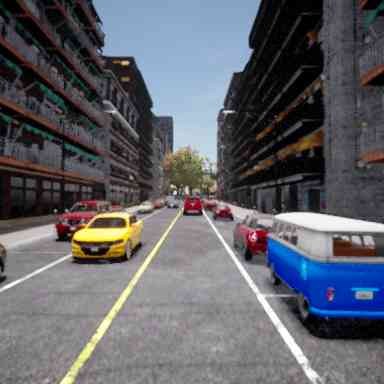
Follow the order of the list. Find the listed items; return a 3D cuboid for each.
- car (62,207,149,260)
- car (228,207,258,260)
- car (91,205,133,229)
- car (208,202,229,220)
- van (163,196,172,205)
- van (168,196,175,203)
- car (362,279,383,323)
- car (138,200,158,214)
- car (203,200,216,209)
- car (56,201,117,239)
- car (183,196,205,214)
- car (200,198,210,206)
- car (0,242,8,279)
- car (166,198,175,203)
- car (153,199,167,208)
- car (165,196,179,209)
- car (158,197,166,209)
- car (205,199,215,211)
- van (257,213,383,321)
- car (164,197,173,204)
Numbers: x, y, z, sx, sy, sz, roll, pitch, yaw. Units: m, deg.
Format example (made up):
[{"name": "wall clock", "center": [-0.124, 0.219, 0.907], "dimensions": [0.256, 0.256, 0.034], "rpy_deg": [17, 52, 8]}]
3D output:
[{"name": "car", "center": [-3.097, 1.580, 13.076], "dimensions": [1.882, 1.535, 5.008], "rpy_deg": [0, 0, 0]}, {"name": "car", "center": [2.707, 1.540, 12.766], "dimensions": [1.967, 1.590, 4.097], "rpy_deg": [1, 0, 0]}, {"name": "car", "center": [-5.673, 1.733, 24.098], "dimensions": [1.887, 1.381, 4.507], "rpy_deg": [1, 0, 0]}, {"name": "car", "center": [2.709, 1.815, 29.853], "dimensions": [1.802, 1.307, 4.206], "rpy_deg": [1, 0, 0]}, {"name": "van", "center": [-5.624, 1.931, 75.365], "dimensions": [1.690, 1.788, 3.998], "rpy_deg": [1, 0, 0]}, {"name": "van", "center": [-5.621, 2.066, 92.453], "dimensions": [1.690, 1.788, 3.998], "rpy_deg": [1, 0, 0]}, {"name": "car", "center": [2.703, 1.594, 1.372], "dimensions": [1.802, 1.307, 4.206], "rpy_deg": [1, 0, 0]}, {"name": "car", "center": [-5.642, 1.846, 41.016], "dimensions": [1.752, 1.417, 4.829], "rpy_deg": [1, 0, 0]}, {"name": "car", "center": [2.714, 1.956, 52.638], "dimensions": [1.887, 1.381, 4.507], "rpy_deg": [1, 0, 0]}, {"name": "car", "center": [-5.669, 1.460, 18.403], "dimensions": [2.192, 1.841, 5.009], "rpy_deg": [1, 0, 0]}, {"name": "car", "center": [0.108, 1.533, 39.582], "dimensions": [2.150, 2.045, 5.566], "rpy_deg": [0, 0, 0]}, {"name": "car", "center": [2.718, 2.090, 69.727], "dimensions": [1.887, 1.381, 4.507], "rpy_deg": [1, 0, 0]}, {"name": "car", "center": [-5.676, 1.607, 7.008], "dimensions": [2.008, 1.369, 4.403], "rpy_deg": [1, 0, 0]}, {"name": "car", "center": [-5.626, 2.230, 86.756], "dimensions": [2.008, 1.369, 4.403], "rpy_deg": [1, 0, 0]}, {"name": "car", "center": [-5.632, 2.006, 58.274], "dimensions": [2.008, 1.369, 4.403], "rpy_deg": [1, 0, 0]}, {"name": "car", "center": [-3.061, 1.907, 53.245], "dimensions": [2.128, 1.511, 4.902], "rpy_deg": [0, 0, 0]}, {"name": "car", "center": [-5.633, 1.956, 52.579], "dimensions": [1.887, 1.381, 4.507], "rpy_deg": [1, 0, 0]}, {"name": "car", "center": [2.713, 1.911, 46.942], "dimensions": [1.887, 1.381, 4.507], "rpy_deg": [1, 0, 0]}, {"name": "van", "center": [2.708, 1.397, 7.071], "dimensions": [1.690, 1.788, 3.998], "rpy_deg": [1, 0, 0]}, {"name": "car", "center": [-5.625, 2.075, 81.060], "dimensions": [1.967, 1.590, 4.097], "rpy_deg": [1, 0, 0]}]
